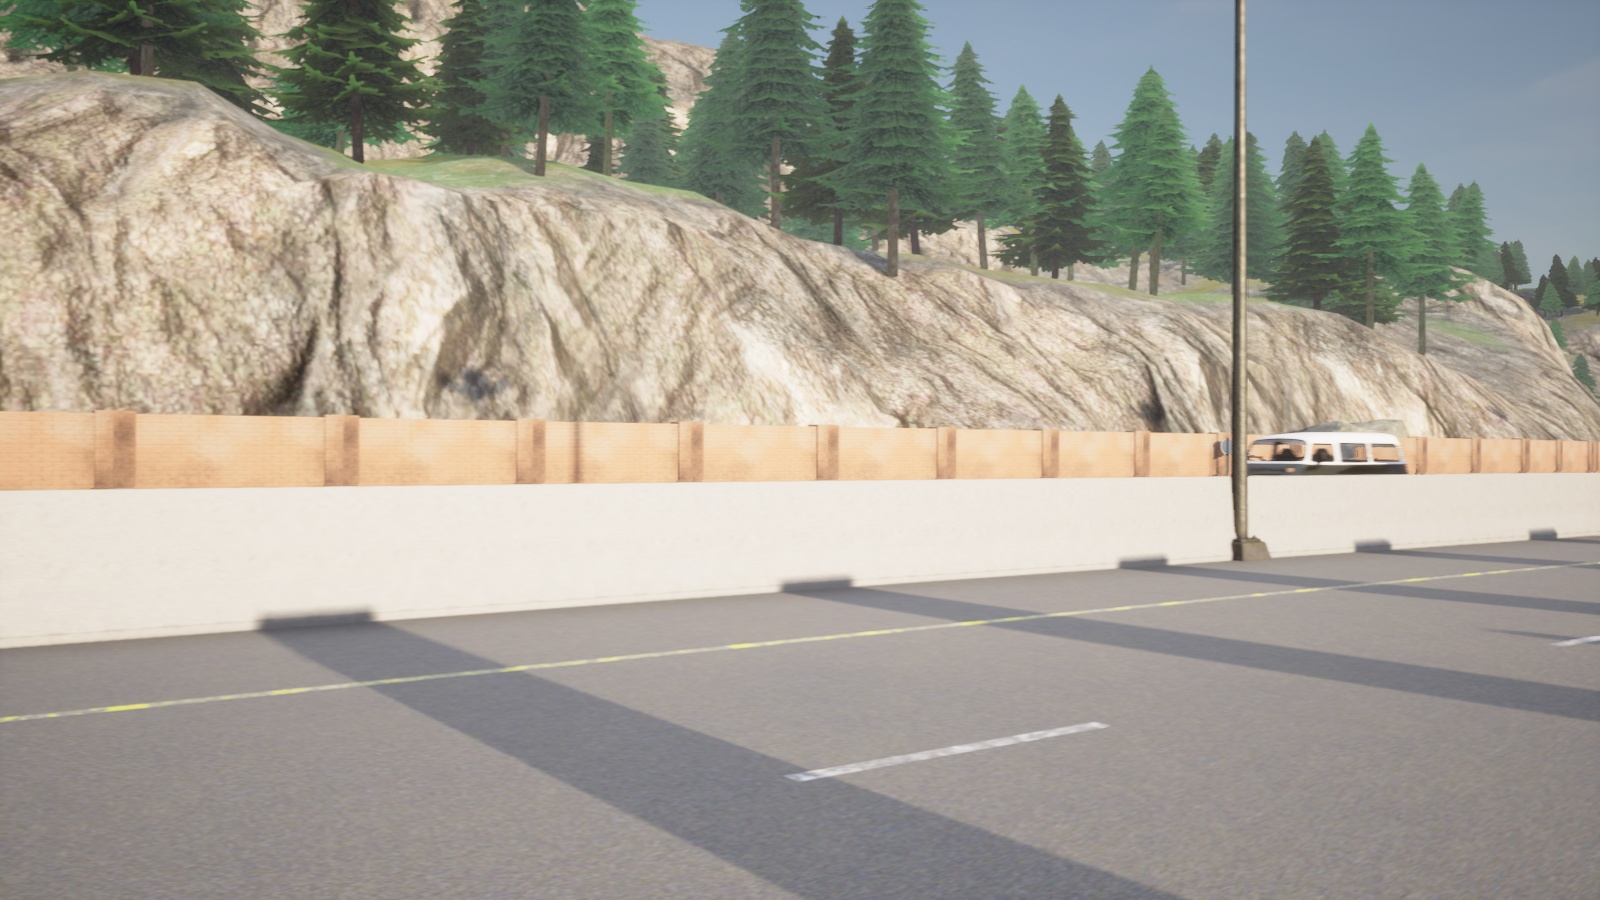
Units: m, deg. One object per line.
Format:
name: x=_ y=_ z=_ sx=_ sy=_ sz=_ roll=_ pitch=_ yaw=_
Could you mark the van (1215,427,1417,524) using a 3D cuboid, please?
van: x=11.735 y=0.555 z=28.472 sx=4.480 sy=2.038 sz=2.069 roll=0 pitch=0 yaw=-33
